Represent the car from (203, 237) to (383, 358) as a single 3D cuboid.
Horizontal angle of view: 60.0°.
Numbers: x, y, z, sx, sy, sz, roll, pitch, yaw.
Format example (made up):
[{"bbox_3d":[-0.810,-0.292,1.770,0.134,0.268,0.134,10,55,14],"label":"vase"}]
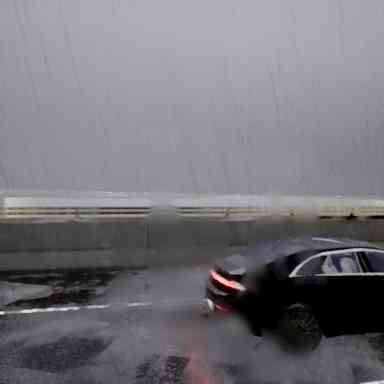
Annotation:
[{"bbox_3d":[2.651,1.558,5.743,4.902,1.511,2.128,1,-1,-12],"label":"car"}]
